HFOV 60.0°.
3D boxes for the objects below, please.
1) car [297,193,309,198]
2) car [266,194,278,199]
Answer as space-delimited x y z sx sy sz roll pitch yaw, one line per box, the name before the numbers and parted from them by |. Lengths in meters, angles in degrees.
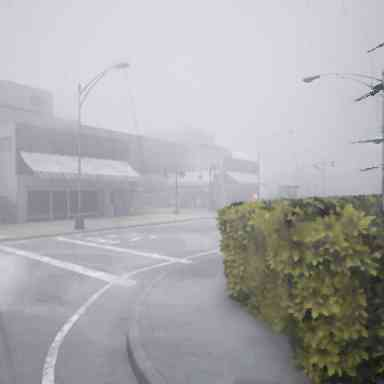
car | 25.248 1.316 78.165 2.007 1.523 4.514 0 0 37
car | 18.081 1.250 74.740 1.970 1.475 3.806 0 0 37
